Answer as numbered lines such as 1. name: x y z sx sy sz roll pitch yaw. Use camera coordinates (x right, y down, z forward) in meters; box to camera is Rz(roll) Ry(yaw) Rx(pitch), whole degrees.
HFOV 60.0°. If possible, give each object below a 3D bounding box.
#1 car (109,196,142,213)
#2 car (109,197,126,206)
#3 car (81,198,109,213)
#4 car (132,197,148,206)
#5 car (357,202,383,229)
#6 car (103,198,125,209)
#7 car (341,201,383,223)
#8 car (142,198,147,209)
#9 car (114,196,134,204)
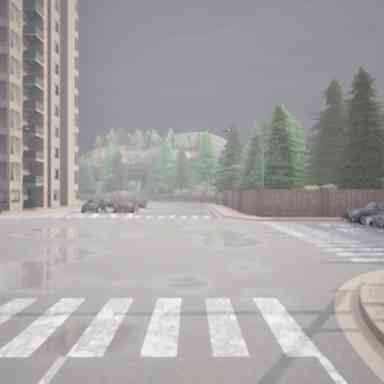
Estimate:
1. car: -7.066 1.335 35.844 2.097 1.767 4.553 0 0 0
2. car: -12.642 1.521 56.189 2.033 1.411 5.357 0 0 -21
3. car: -10.562 1.488 36.224 1.837 1.490 4.892 0 0 0
4. car: -8.651 1.574 55.161 1.895 1.301 4.718 0 0 -17
5. car: 12.932 1.537 19.797 4.902 1.511 2.128 0 0 0
6. car: -10.691 1.525 45.963 2.033 1.411 5.357 0 0 -3
7. car: 12.976 1.396 23.295 4.553 1.767 2.097 0 0 0
8. car: -7.204 1.526 45.318 2.033 1.411 5.357 0 0 -2
9. car: -13.263 1.474 64.434 1.837 1.490 4.892 0 0 -37
